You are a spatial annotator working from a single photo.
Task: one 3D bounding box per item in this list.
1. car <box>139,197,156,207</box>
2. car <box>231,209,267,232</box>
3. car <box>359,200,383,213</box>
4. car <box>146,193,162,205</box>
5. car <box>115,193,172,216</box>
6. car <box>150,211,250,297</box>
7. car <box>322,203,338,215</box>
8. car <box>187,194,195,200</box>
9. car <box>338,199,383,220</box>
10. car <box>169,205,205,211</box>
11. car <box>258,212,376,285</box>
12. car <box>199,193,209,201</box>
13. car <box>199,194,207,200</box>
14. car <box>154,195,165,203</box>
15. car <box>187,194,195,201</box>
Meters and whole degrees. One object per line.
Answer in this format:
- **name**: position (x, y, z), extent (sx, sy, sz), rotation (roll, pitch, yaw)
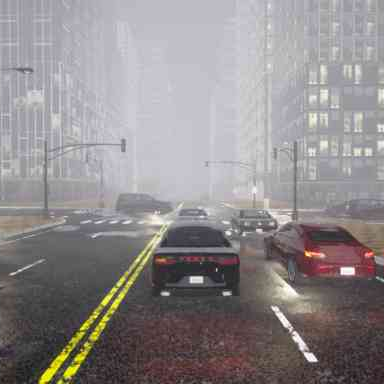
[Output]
- **car**: position (-6.760, 1.528, 50.724), extent (1.994, 1.385, 4.181), rotation (0, 0, 0)
- **car**: position (3.288, 1.591, 18.514), extent (1.895, 1.301, 4.718), rotation (0, 0, 0)
- **car**: position (21.685, 1.643, 37.563), extent (4.829, 1.417, 1.752), rotation (1, 0, 1)
- **car**: position (-6.775, 1.175, 59.757), extent (2.150, 2.045, 5.566), rotation (0, 0, 0)
- **car**: position (-4.558, 1.200, 32.086), extent (5.566, 2.045, 2.150), rotation (1, 1, 1)
- **car**: position (0.067, 1.474, 8.630), extent (1.882, 1.535, 5.008), rotation (0, 0, 0)
- **car**: position (16.182, 1.637, 35.047), extent (4.674, 1.442, 1.812), rotation (1, 1, 1)
- **car**: position (-0.301, 1.267, 90.411), extent (2.128, 1.511, 4.902), rotation (0, 0, 0)
- **car**: position (16.104, 1.519, 29.258), extent (5.009, 1.841, 2.192), rotation (1, 0, 1)
- **car**: position (0.037, 1.538, 18.451), extent (2.033, 1.411, 5.357), rotation (0, 0, 0)
- **car**: position (3.319, 1.521, 9.396), extent (1.812, 1.442, 4.674), rotation (0, 0, 0)
- **car**: position (2.984, 1.143, 80.033), extent (2.150, 2.045, 5.566), rotation (0, 0, 0)
- **car**: position (2.949, 1.267, 90.421), extent (2.128, 1.511, 4.902), rotation (0, 0, 0)
- **car**: position (-6.734, 1.465, 69.897), extent (1.812, 1.442, 4.674), rotation (0, 0, 0)
- **car**: position (-0.266, 1.396, 79.994), extent (1.882, 1.535, 5.008), rotation (0, 0, 0)
